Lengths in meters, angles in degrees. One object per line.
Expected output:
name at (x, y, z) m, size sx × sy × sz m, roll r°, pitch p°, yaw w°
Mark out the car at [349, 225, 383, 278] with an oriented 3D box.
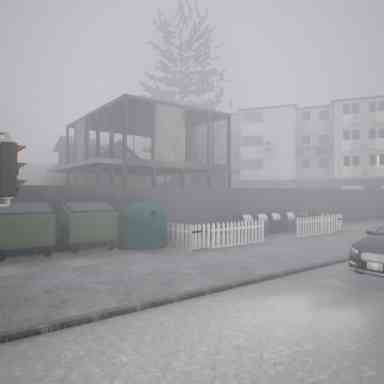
car at (6.313, 1.508, 9.372) m, size 4.902 × 1.511 × 2.128 m, roll 0°, pitch 0°, yaw -37°
